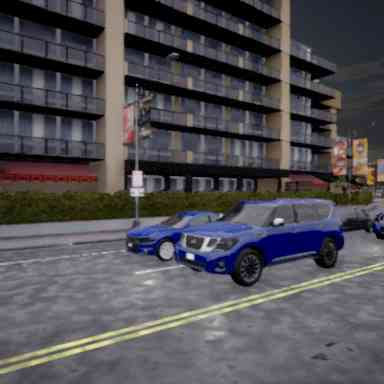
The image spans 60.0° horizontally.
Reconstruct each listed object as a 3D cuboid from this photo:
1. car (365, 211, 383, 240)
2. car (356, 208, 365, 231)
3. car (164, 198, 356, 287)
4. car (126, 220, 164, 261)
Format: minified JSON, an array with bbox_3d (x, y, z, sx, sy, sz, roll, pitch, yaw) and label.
[{"bbox_3d":[10.953,1.224,15.992,5.566,2.045,2.150,0,0,-36],"label":"car"},{"bbox_3d":[8.384,1.550,18.453,5.357,1.411,2.033,0,0,-36],"label":"car"},{"bbox_3d":[2.207,1.223,9.744,5.566,2.045,2.150,0,0,-36],"label":"car"},{"bbox_3d":[-0.013,1.479,12.460,5.008,1.535,1.882,0,0,-36],"label":"car"}]
